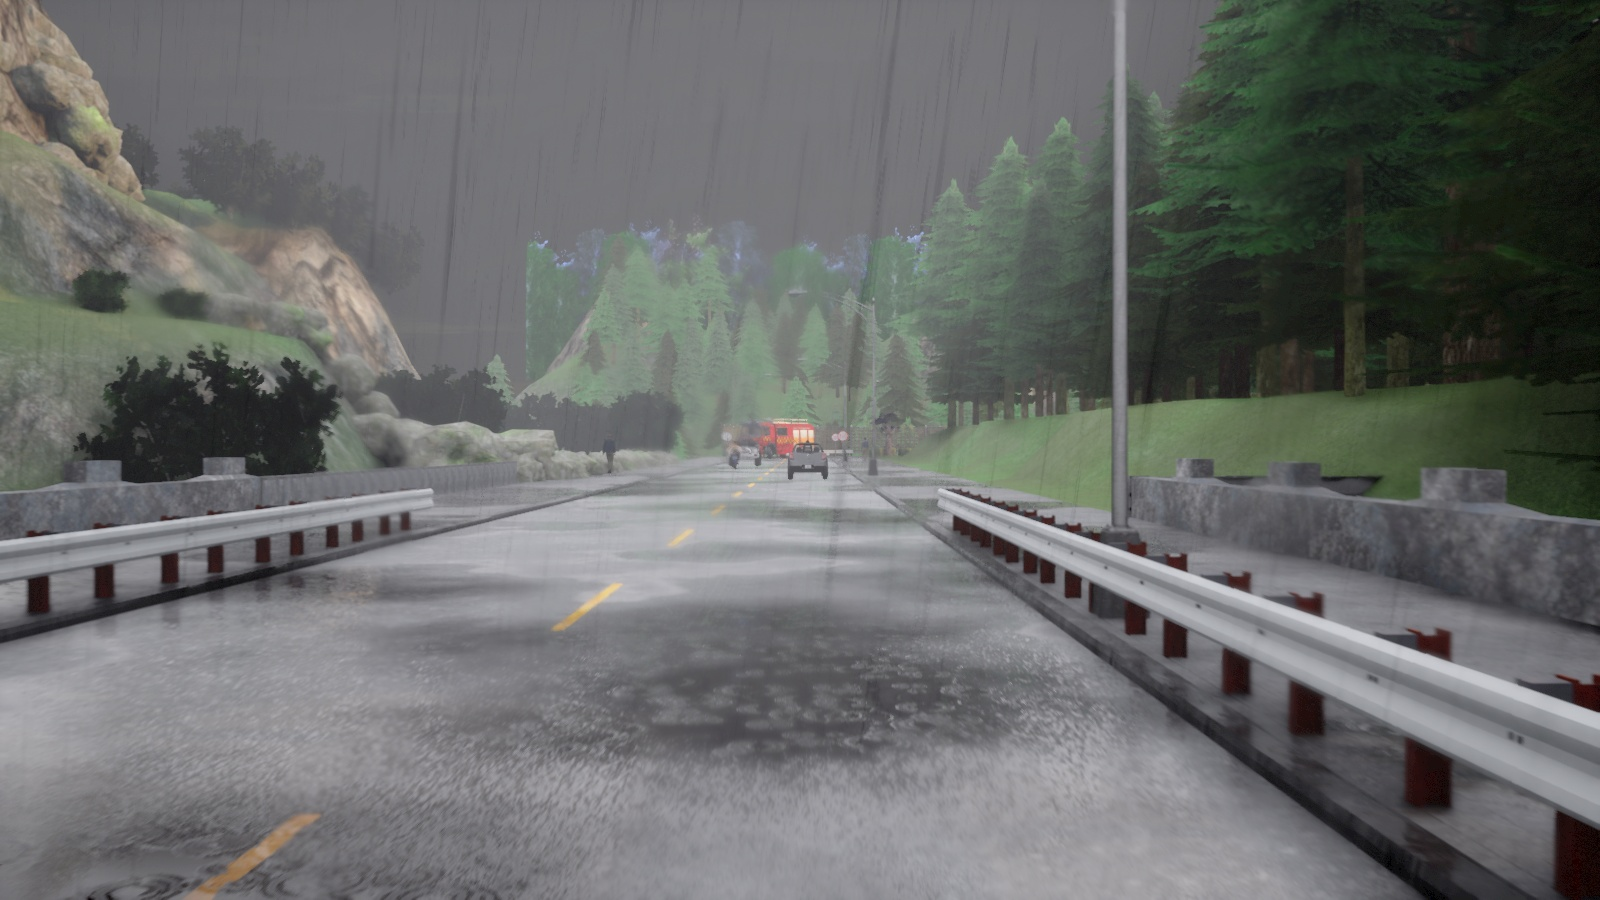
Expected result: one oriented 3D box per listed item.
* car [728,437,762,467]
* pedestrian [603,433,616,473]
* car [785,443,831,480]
[{"bbox_3d":[-3.512,0.106,80.772,1.932,1.855,4.605,0,0,0],"label":"car"},{"bbox_3d":[-8.697,0.126,57.320,0.402,1.842,0.726,0,0,6],"label":"pedestrian"},{"bbox_3d":[0.327,0.462,52.841,1.845,1.501,3.633,0,0,0],"label":"car"}]
